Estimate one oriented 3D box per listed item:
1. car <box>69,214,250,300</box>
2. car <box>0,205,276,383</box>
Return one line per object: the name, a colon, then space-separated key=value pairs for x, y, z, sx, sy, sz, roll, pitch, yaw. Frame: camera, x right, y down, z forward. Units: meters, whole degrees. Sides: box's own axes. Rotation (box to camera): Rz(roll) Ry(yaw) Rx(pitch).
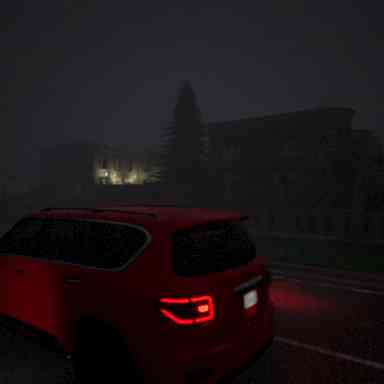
car: x=-1.056 y=1.491 z=9.043 sx=4.892 sy=1.490 sz=1.837 roll=0 pitch=0 yaw=36
car: x=-1.545 y=1.214 z=5.092 sx=5.566 sy=2.045 sz=2.150 roll=0 pitch=0 yaw=36
